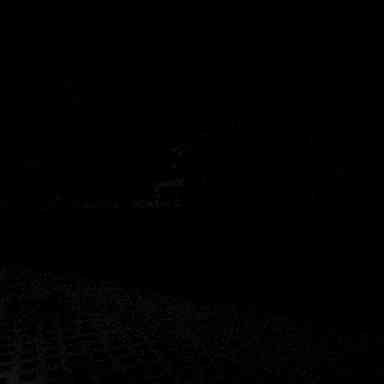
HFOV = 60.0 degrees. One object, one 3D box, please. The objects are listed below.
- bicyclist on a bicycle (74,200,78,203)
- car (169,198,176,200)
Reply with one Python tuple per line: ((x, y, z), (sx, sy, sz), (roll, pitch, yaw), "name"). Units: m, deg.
((-8.225, 1.362, 23.858), (1.656, 1.620, 0.582), (-3, -2, 23), "bicyclist on a bicycle")
((-1.524, 1.838, 47.495), (2.150, 2.045, 5.566), (-3, -2, 23), "car")
